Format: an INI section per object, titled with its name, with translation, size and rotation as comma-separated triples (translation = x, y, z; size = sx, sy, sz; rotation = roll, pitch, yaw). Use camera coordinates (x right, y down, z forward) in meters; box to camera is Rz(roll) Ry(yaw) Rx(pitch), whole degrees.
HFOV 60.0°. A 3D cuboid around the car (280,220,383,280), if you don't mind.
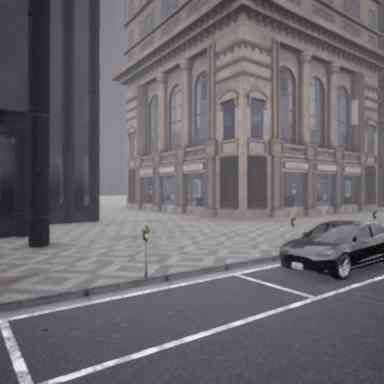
[car]
translation = 4.495, 1.524, 9.848
size = 4.313, 1.339, 1.947
rotation = 0, 0, -35
